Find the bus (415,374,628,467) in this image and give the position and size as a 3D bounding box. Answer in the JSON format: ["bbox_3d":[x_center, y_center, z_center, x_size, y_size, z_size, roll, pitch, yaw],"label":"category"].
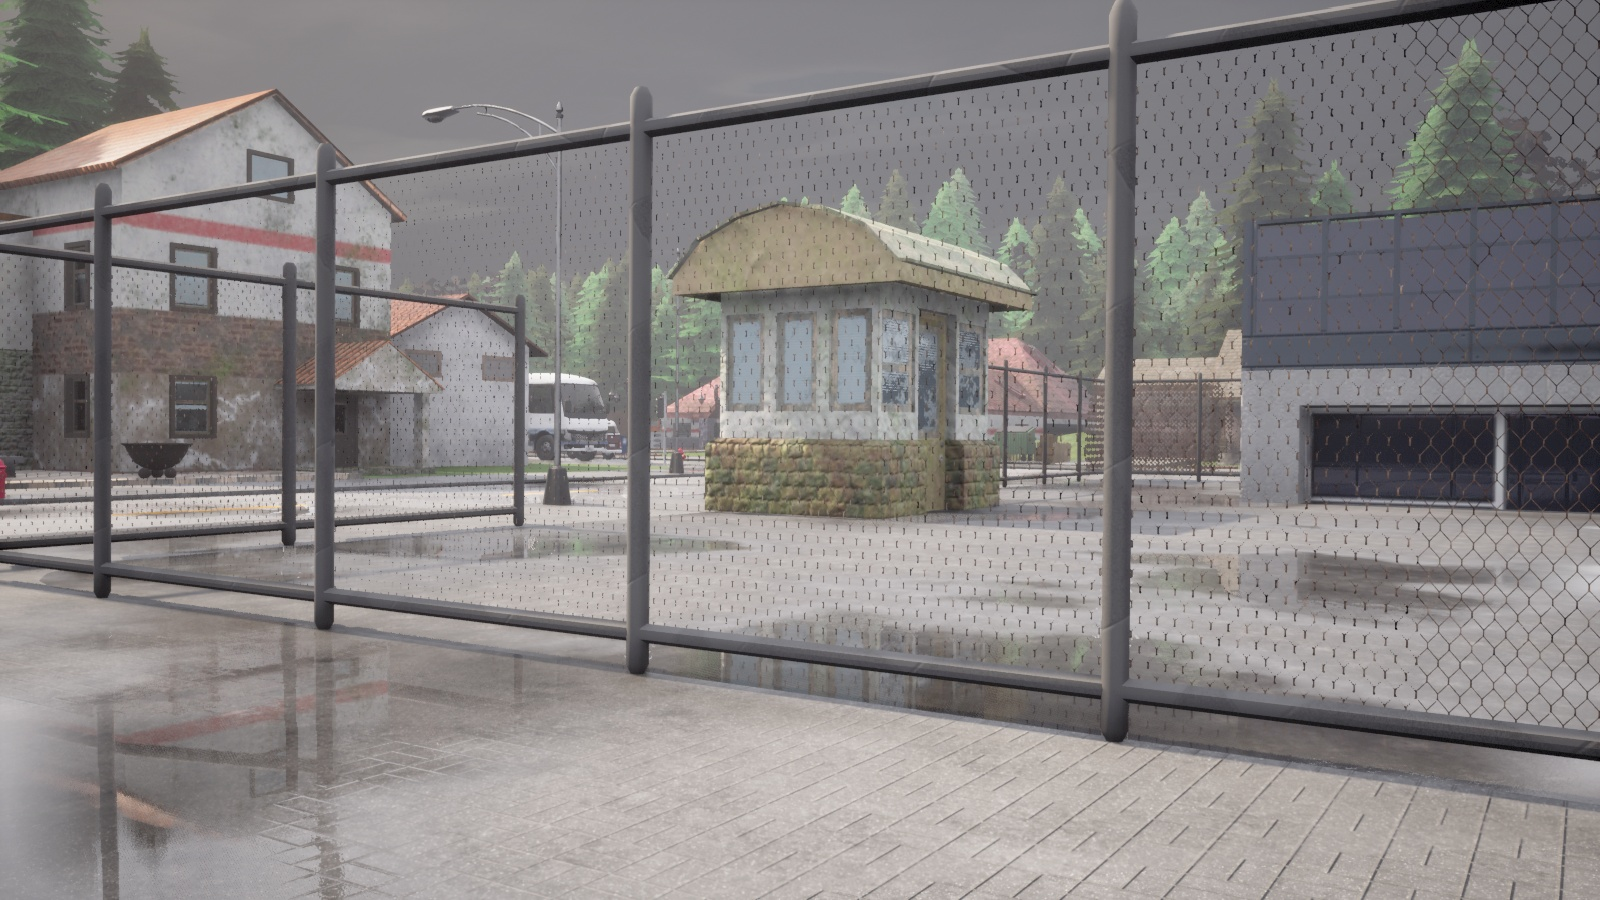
[{"bbox_3d":[-13.741,-1.362,61.640,10.273,4.253,3.944,0,1,31],"label":"bus"}]

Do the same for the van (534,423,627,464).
[{"bbox_3d":[-11.376,-0.329,64.928,4.480,2.038,2.069,0,1,32],"label":"van"}]
